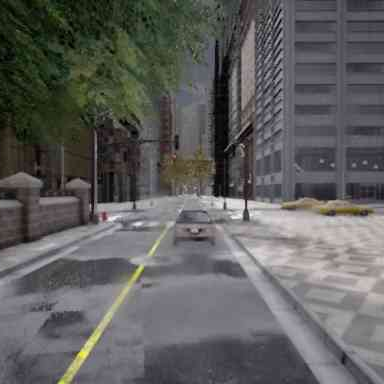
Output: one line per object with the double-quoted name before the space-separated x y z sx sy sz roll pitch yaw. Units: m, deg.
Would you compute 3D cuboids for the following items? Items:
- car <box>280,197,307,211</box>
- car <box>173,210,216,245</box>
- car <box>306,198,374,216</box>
"car" 12.034 1.272 35.978 4.829 1.417 1.752 -1 1 0
"car" 0.099 1.532 15.370 2.033 1.411 5.357 0 0 0
"car" 12.352 1.298 27.452 4.829 1.417 1.752 -1 1 0
